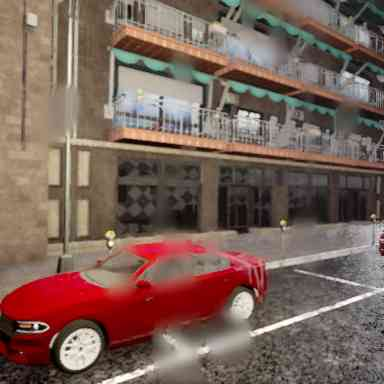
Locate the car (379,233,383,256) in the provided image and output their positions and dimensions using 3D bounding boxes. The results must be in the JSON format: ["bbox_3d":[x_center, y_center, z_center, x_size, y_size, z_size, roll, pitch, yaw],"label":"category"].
[{"bbox_3d":[8.601,1.656,12.231,4.507,1.381,1.887,1,0,-36],"label":"car"}]

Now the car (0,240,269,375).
[{"bbox_3d":[-0.662,1.566,5.620,4.507,1.381,1.887,1,0,-36],"label":"car"}]
